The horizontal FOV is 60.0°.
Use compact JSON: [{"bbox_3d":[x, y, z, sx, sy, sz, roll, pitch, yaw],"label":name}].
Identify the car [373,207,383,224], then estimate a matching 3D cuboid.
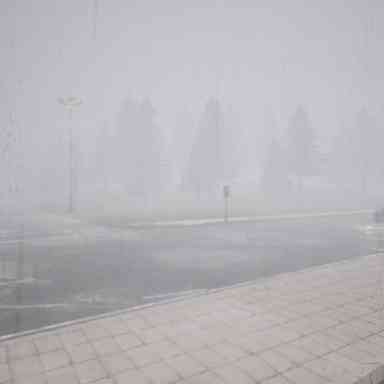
[{"bbox_3d":[15.154,1.496,24.154,5.008,1.535,1.882,0,0,-33],"label":"car"}]
